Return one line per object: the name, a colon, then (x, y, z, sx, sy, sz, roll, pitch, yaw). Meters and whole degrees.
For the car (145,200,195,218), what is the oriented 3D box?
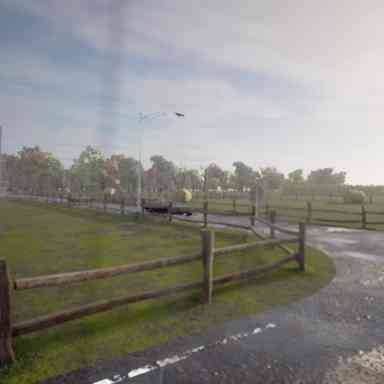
car: (-1.801, 1.291, 26.323, 1.895, 1.301, 4.718, 1, 0, -36)

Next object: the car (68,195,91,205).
car: (-15.029, 1.006, 44.445, 1.895, 1.301, 4.718, 1, 0, -36)
